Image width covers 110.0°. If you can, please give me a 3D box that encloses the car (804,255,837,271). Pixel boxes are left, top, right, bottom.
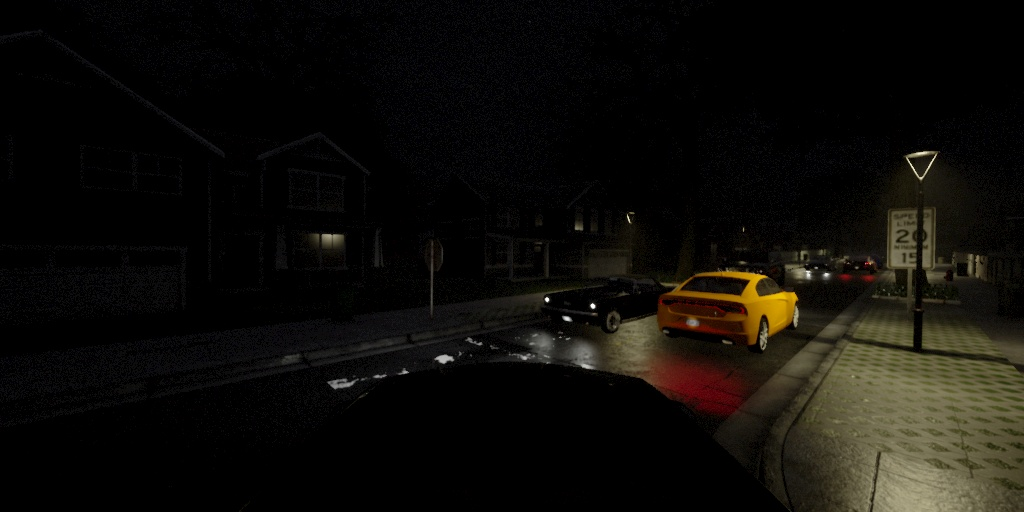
[{"bbox_3d":[29.119,0.629,33.749,5.357,1.411,2.033,-1,2,-42],"label":"car"}]

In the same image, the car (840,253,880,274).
[{"bbox_3d":[28.967,0.692,29.835,4.674,1.442,1.812,-1,2,-41],"label":"car"}]

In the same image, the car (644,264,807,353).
[{"bbox_3d":[5.385,1.122,8.685,5.008,1.535,1.882,-1,1,-42],"label":"car"}]

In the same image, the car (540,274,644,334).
[{"bbox_3d":[3.000,1.215,10.377,4.718,1.301,1.895,-1,1,-42],"label":"car"}]

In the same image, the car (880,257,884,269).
[{"bbox_3d":[36.605,0.456,36.755,5.008,1.535,1.882,-1,2,-41],"label":"car"}]

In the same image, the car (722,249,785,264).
[{"bbox_3d":[12.966,0.645,19.334,5.566,2.045,2.150,-2,2,-42],"label":"car"}]
